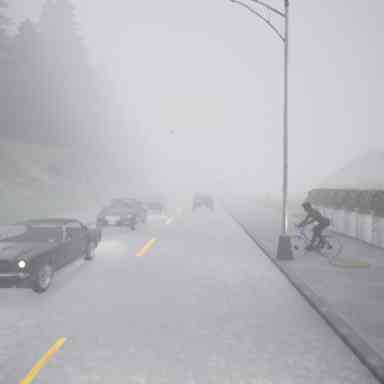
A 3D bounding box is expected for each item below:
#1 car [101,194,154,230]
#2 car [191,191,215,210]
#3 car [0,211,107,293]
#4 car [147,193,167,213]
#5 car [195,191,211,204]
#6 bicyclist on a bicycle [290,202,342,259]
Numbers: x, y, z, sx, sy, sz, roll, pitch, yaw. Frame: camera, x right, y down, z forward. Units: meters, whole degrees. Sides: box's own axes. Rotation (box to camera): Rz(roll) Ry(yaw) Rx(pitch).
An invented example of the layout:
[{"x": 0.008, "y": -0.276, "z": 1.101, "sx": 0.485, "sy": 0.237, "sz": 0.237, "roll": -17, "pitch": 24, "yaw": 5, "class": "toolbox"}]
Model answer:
[{"x": -3.582, "y": 1.075, "z": 17.677, "sx": 2.128, "sy": 1.511, "sz": 4.902, "roll": 0, "pitch": 1, "yaw": 2, "class": "car"}, {"x": 1.008, "y": 0.808, "z": 30.113, "sx": 1.837, "sy": 1.490, "sz": 4.892, "roll": 0, "pitch": 1, "yaw": 2, "class": "car"}, {"x": -3.873, "y": 1.396, "z": 8.453, "sx": 1.895, "sy": 1.301, "sz": 4.718, "roll": 0, "pitch": 1, "yaw": 2, "class": "car"}, {"x": -3.245, "y": 0.826, "z": 27.873, "sx": 1.882, "sy": 1.535, "sz": 5.008, "roll": 0, "pitch": 1, "yaw": 2, "class": "car"}, {"x": 1.305, "y": 0.596, "z": 40.237, "sx": 1.812, "sy": 1.442, "sz": 4.674, "roll": 0, "pitch": 1, "yaw": 3, "class": "car"}, {"x": 3.471, "y": 1.126, "z": 9.568, "sx": 1.656, "sy": 1.620, "sz": 0.582, "roll": -1, "pitch": 0, "yaw": 2, "class": "bicyclist on a bicycle"}]
